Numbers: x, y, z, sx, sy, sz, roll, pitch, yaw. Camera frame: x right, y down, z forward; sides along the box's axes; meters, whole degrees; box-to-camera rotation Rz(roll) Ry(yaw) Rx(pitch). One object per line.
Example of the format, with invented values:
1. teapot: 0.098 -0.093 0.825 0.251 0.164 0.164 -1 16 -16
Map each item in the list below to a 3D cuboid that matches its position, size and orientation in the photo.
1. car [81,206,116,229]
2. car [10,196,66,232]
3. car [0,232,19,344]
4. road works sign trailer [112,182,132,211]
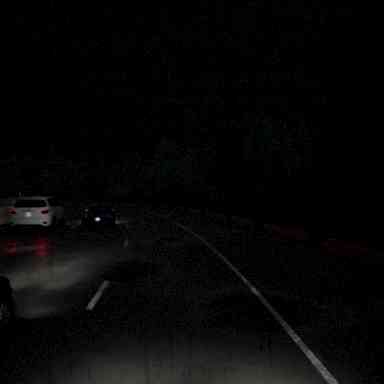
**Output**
1. car: -6.091 1.602 21.923 1.994 1.385 4.181 0 0 -12
2. car: -9.277 1.267 20.396 2.150 2.045 5.566 0 0 -12
3. car: -3.641 1.505 3.326 2.128 1.511 4.902 0 0 -2
4. road works sign trailer: -9.227 0.532 43.241 2.380 3.560 2.880 0 0 -26
